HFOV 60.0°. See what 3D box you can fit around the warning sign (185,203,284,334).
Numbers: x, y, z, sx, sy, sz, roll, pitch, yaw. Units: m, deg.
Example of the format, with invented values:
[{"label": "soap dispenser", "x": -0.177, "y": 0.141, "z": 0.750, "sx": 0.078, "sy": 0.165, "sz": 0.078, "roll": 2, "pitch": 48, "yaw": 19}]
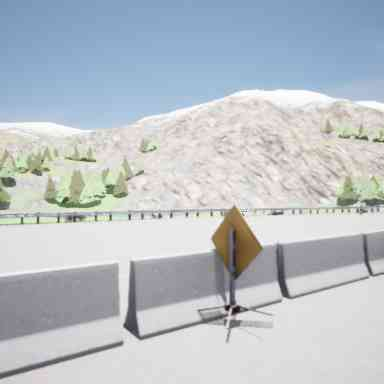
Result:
[{"label": "warning sign", "x": 0.697, "y": 1.147, "z": 5.680, "sx": 1.060, "sy": 1.860, "sz": 1.300, "roll": 1, "pitch": 0, "yaw": -35}]
